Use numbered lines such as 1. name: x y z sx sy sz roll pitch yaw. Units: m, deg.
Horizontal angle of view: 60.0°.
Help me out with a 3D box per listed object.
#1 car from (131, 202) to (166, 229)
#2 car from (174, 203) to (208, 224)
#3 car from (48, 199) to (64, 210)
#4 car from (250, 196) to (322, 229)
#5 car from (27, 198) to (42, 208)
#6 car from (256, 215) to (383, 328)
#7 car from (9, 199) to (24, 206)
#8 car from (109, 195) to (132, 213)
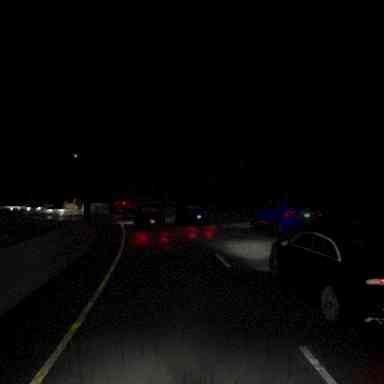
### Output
1. car: -2.866 1.585 22.142 1.812 1.442 4.674 0 0 -13
2. car: -0.108 1.575 25.408 1.812 1.442 4.674 0 0 -15
3. car: -19.257 1.717 47.399 1.837 1.490 4.892 0 0 -21
4. car: 5.080 1.233 18.699 2.150 2.045 5.566 0 0 -10
5. car: -25.693 1.775 54.417 1.837 1.490 4.892 0 0 -21
6. car: 3.106 1.494 7.001 2.128 1.511 4.902 0 0 -4
7. car: -31.561 1.873 60.007 1.994 1.385 4.181 0 0 -21
8. car: -8.487 1.349 39.329 2.150 2.045 5.566 0 0 -21
